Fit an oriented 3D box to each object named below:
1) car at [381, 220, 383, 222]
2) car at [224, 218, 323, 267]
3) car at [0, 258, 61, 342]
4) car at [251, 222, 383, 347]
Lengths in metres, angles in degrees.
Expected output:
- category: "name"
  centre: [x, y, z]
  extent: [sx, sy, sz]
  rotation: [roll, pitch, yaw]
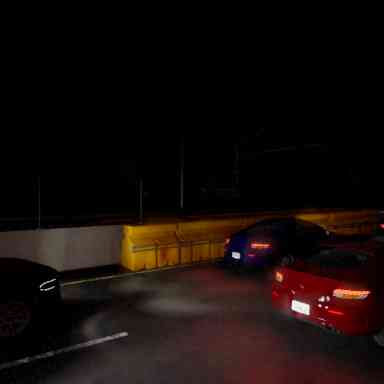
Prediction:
- category: "car"
  centre: [10.854, 1.547, 15.790]
  extent: [5.357, 1.411, 2.033]
  rotation: [0, 0, -36]
- category: "car"
  centre: [3.055, 1.526, 10.230]
  extent: [4.674, 1.442, 1.812]
  rotation: [0, 0, -35]
- category: "car"
  centre: [-4.556, 1.478, 4.794]
  extent: [5.008, 1.535, 1.882]
  rotation: [0, 0, -35]
- category: "car"
  centre: [3.454, 1.526, 6.221]
  extent: [4.674, 1.442, 1.812]
  rotation: [0, 0, -36]
